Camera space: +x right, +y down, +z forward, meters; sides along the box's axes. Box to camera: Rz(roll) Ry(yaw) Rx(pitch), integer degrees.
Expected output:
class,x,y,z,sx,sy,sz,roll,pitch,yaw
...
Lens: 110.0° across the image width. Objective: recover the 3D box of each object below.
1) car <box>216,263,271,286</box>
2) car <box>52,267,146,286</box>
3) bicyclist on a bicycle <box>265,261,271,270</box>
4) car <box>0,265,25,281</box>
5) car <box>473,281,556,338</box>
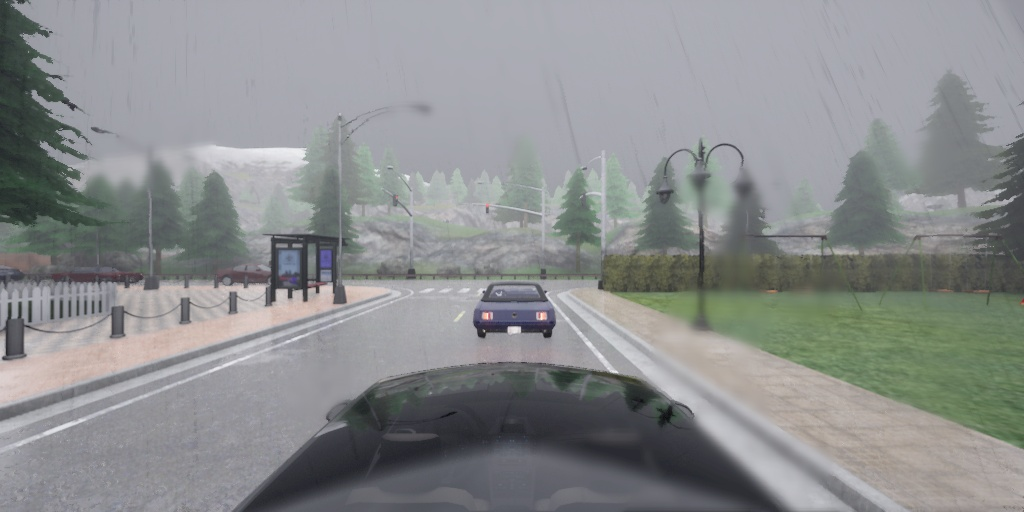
class,x,y,z,sx,sy,sz,roll,pitch,yaw
car,-17.766,1.280,25.073,5.008,1.535,1.882,0,0,0
car,-28.889,1.403,25.174,4.718,1.301,1.895,0,0,1
bicyclist on a bicycle,-21.627,1.268,32.200,0.582,1.620,1.656,0,0,0
car,-42.374,1.373,28.876,4.181,1.385,1.994,0,0,0
car,0.075,1.364,10.199,1.895,1.301,4.718,0,0,0
